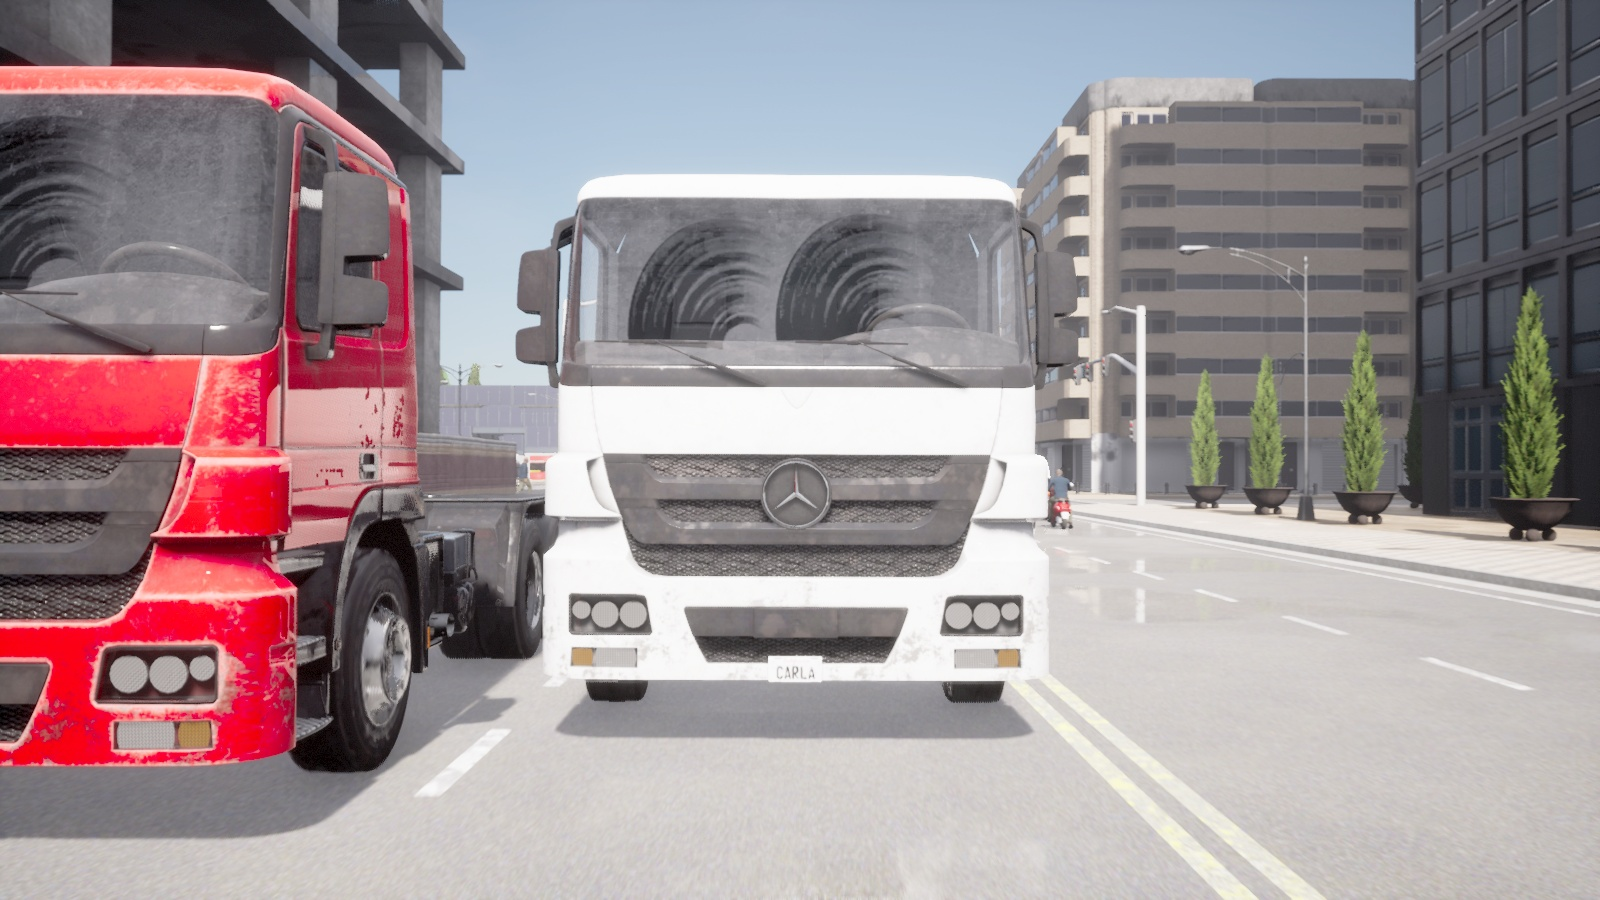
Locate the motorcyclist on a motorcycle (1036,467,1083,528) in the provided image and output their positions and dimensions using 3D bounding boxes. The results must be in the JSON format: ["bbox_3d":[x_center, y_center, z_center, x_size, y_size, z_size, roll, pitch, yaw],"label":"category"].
[{"bbox_3d":[6.931,1.258,33.626,0.866,1.590,1.817,0,-1,0],"label":"motorcyclist on a motorcycle"}]

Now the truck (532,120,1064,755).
[{"bbox_3d":[-0.026,0.000,10.828,2.891,3.462,7.936,0,-1,0],"label":"truck"}]

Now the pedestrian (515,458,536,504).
[{"bbox_3d":[-10.995,1.230,50.249,0.402,1.842,0.726,-1,-1,45],"label":"pedestrian"}]

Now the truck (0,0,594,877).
[{"bbox_3d":[-3.534,-0.019,8.842,2.891,3.462,7.936,0,-1,0],"label":"truck"}]
